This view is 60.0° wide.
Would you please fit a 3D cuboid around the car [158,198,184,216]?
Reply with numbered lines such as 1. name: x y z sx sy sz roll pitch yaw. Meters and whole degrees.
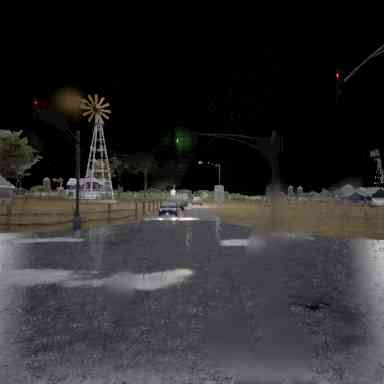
1. car: -2.256 1.667 33.894 2.033 1.411 5.357 0 0 1

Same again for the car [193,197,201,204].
1. car: 1.104 1.763 72.989 1.812 1.442 4.674 0 -1 1

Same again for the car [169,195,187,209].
1. car: -2.115 1.401 44.546 2.150 2.045 5.566 0 0 0

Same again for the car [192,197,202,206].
1. car: 0.963 1.849 62.514 2.033 1.411 5.357 0 0 1
